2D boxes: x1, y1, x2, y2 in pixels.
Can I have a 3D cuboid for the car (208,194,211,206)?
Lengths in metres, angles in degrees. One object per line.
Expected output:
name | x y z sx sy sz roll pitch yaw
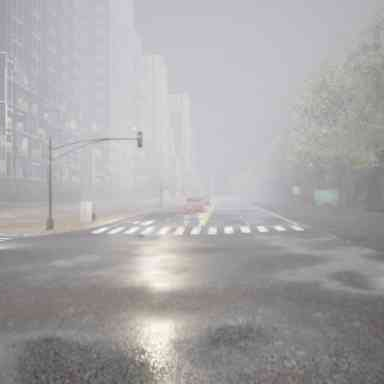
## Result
car | 2.077 1.467 57.590 2.150 2.045 5.566 -1 2 5

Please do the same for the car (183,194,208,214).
car | 0.313 1.467 37.833 2.150 2.045 5.566 -1 1 5
